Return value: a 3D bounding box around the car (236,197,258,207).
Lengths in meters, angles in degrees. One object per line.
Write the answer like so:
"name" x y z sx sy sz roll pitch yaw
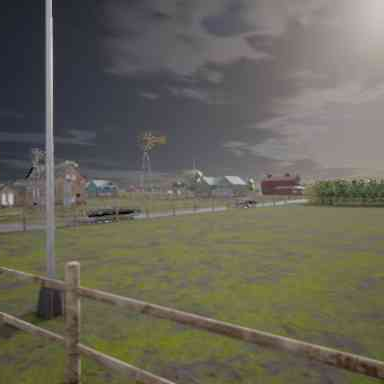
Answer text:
"car" 8.444 1.490 50.887 2.128 1.511 4.902 -1 0 35

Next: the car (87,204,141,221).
"car" -6.586 1.713 28.870 1.895 1.301 4.718 -1 0 34
